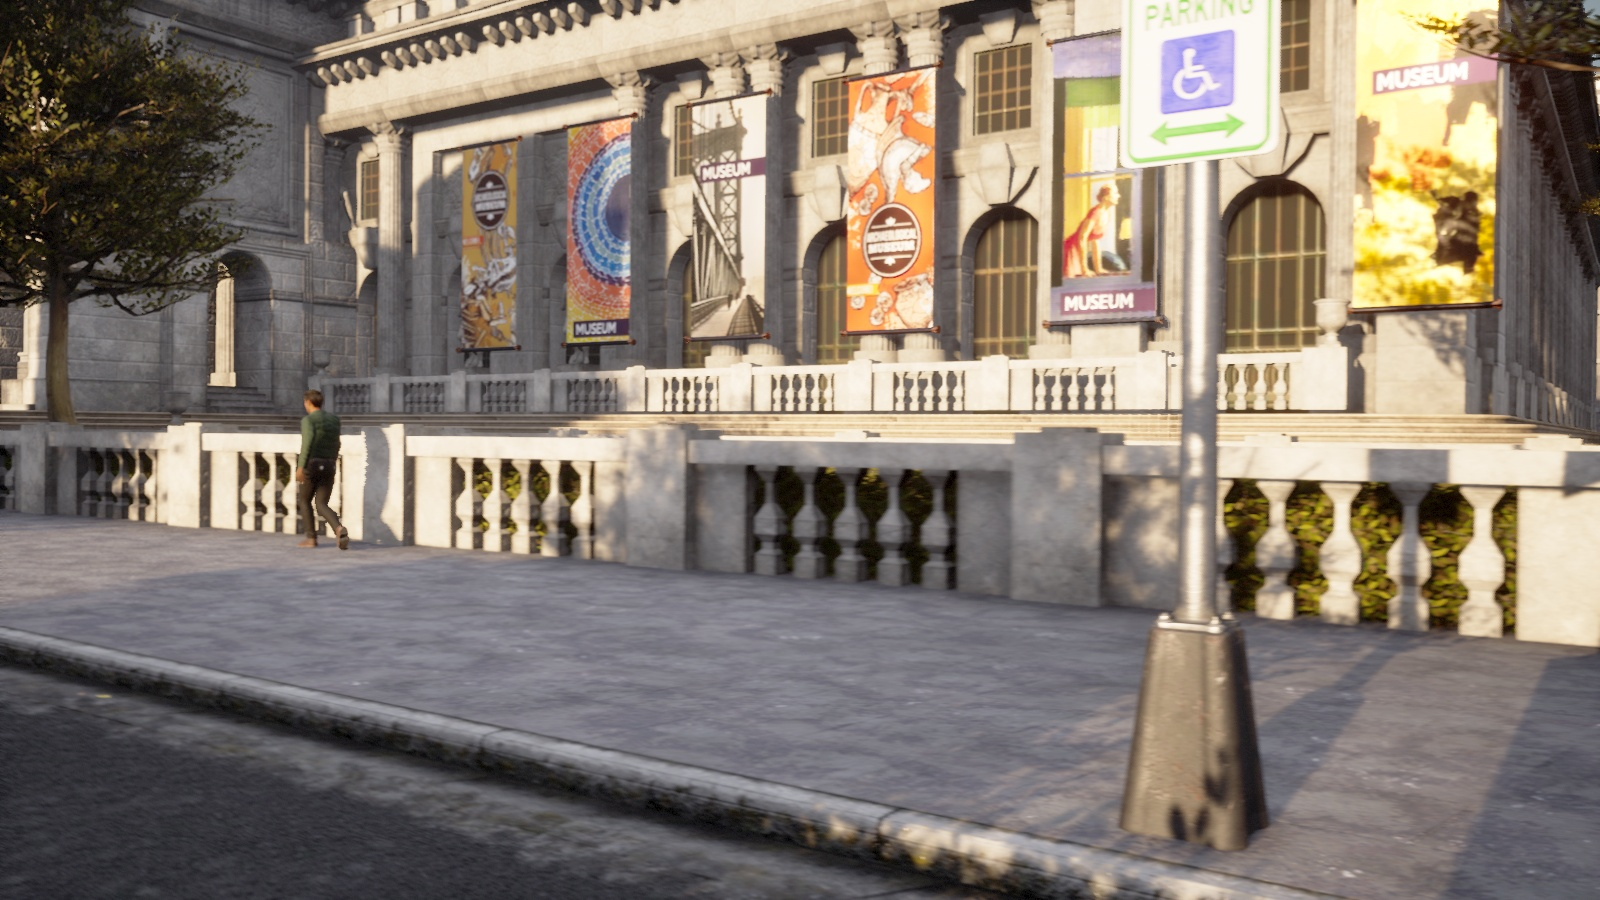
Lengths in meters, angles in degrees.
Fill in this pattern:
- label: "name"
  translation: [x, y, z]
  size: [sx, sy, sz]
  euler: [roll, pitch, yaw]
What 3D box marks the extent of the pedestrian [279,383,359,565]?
- label: "pedestrian"
  translation: [-5.302, 0.253, 13.853]
  size: [0.788, 1.949, 0.423]
  euler: [0, 1, 34]
